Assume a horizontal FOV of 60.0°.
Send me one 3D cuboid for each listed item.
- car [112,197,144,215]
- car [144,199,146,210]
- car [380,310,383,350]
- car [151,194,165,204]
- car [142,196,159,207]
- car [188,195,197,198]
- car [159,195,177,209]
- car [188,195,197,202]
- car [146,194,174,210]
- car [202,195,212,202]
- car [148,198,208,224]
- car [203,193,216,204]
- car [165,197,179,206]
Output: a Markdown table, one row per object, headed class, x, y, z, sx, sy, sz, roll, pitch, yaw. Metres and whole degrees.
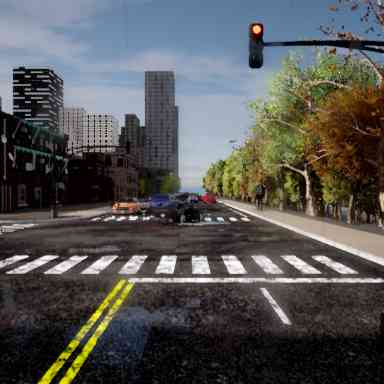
| class | x | y | z | sx | sy | sz | roll | pitch | yaw |
| --- | --- | --- | --- | --- | --- | --- | --- | --- | --- |
| car | -6.557 | 1.335 | 33.717 | 2.097 | 1.767 | 4.553 | 0 | 0 | 1 |
| car | -6.501 | 1.578 | 42.703 | 1.895 | 1.301 | 4.718 | 0 | 0 | 0 |
| car | 3.356 | 1.491 | 2.379 | 2.128 | 1.511 | 4.902 | 0 | 0 | 0 |
| car | -6.432 | 1.316 | 62.762 | 2.097 | 1.767 | 4.553 | 0 | 0 | 1 |
| car | -6.483 | 1.462 | 52.707 | 2.128 | 1.511 | 4.902 | 0 | 0 | 0 |
| car | 0.227 | 1.564 | 64.462 | 1.895 | 1.301 | 4.718 | 0 | 0 | 0 |
| car | -3.241 | 1.327 | 45.558 | 2.097 | 1.767 | 4.553 | 0 | 0 | 0 |
| car | 0.146 | 1.495 | 75.652 | 2.033 | 1.411 | 5.357 | 0 | 0 | 0 |
| car | -3.269 | 1.203 | 35.866 | 2.150 | 2.045 | 5.566 | 0 | 0 | 0 |
| car | 3.400 | 1.507 | 75.911 | 1.994 | 1.385 | 4.181 | 0 | 0 | 0 |
| car | -0.873 | 1.466 | 24.892 | 1.882 | 1.535 | 5.008 | 1 | 1 | 27 |
| car | 3.475 | 1.182 | 64.832 | 2.150 | 2.045 | 5.566 | 0 | 0 | 0 |
| car | -3.228 | 1.570 | 54.899 | 1.895 | 1.301 | 4.718 | 0 | 0 | 0 |
